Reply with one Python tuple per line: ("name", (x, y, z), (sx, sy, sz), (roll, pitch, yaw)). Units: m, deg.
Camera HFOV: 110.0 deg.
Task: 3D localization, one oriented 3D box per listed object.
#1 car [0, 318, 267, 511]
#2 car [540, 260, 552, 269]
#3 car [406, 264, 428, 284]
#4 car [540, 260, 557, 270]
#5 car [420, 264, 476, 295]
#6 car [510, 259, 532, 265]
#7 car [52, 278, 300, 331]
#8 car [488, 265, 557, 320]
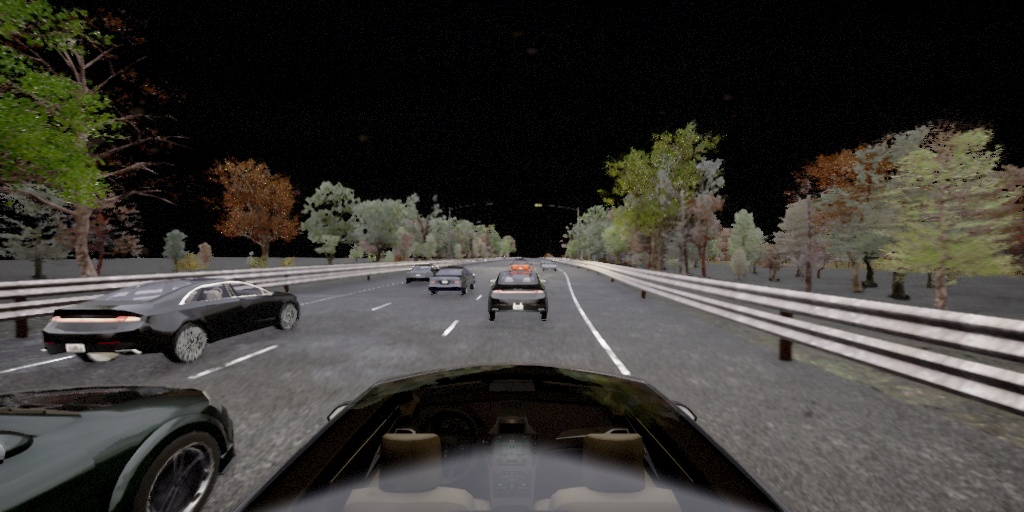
("car", (-3.381, 1.312, 1.366), (1.994, 1.385, 4.181), (0, 0, 0))
("car", (5.608, 1.371, 59.728), (1.895, 1.301, 4.718), (0, 0, 3))
("car", (-6.445, 1.306, 26.876), (1.994, 1.385, 4.181), (0, 0, 2))
("car", (4.888, 1.362, 47.225), (1.895, 1.301, 4.718), (0, 0, 4))
("car", (-3.160, 1.292, 19.666), (2.033, 1.411, 5.357), (0, 0, 1))
("car", (0.850, 1.102, 34.404), (2.097, 1.767, 4.553), (0, 0, 2))
("car", (-6.847, 1.236, 8.067), (2.128, 1.511, 4.902), (0, 0, 0))
("car", (0.208, 1.239, 12.575), (2.128, 1.511, 4.902), (0, 0, 1))
